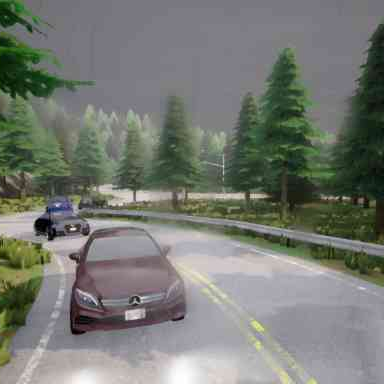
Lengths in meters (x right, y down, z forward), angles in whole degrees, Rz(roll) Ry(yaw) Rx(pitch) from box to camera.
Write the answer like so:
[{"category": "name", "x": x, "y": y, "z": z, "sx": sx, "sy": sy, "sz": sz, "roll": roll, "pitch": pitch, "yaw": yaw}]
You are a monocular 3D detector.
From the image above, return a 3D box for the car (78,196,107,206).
[{"category": "car", "x": -12.648, "y": 1.289, "z": 42.804, "sx": 2.097, "sy": 1.767, "sz": 4.553, "roll": 2, "pitch": 2, "yaw": 13}]

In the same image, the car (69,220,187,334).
[{"category": "car", "x": -1.510, "y": 1.523, "z": 7.043, "sx": 1.812, "sy": 1.442, "sz": 4.674, "roll": -2, "pitch": 0, "yaw": -17}]

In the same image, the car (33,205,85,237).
[{"category": "car", "x": -7.025, "y": 1.664, "z": 17.750, "sx": 1.994, "sy": 1.385, "sz": 4.181, "roll": -4, "pitch": 2, "yaw": -38}]

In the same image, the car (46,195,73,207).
[{"category": "car", "x": -12.809, "y": 1.326, "z": 32.219, "sx": 2.150, "sy": 2.045, "sz": 5.566, "roll": -1, "pitch": 0, "yaw": -18}]
